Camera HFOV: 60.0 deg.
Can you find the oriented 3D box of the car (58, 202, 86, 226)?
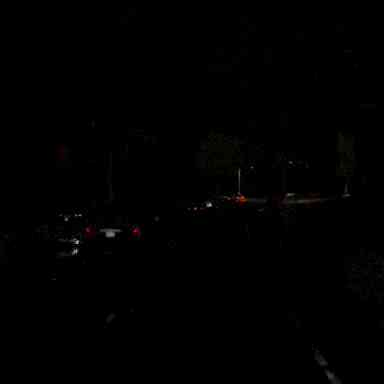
[{"bbox_3d":[-7.597,1.496,23.677,2.128,1.511,4.902,0,0,10],"label":"car"}]

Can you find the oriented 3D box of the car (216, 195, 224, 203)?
[{"bbox_3d":[5.363,1.336,62.883,2.128,1.511,4.902,-1,0,27],"label":"car"}]

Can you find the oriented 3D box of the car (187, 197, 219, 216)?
[{"bbox_3d":[0.923,1.524,31.937,2.033,1.411,5.357,0,0,14],"label":"car"}]

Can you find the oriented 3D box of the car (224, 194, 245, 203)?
[{"bbox_3d":[8.182,1.166,61.229,2.097,1.767,4.553,-1,0,27],"label":"car"}]

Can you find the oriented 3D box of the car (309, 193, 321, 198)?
[{"bbox_3d":[30.962,0.825,83.903,1.994,1.385,4.181,-1,0,39],"label":"car"}]

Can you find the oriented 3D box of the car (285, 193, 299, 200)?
[{"bbox_3d":[21.579,0.946,71.602,2.128,1.511,4.902,-1,0,34],"label":"car"}]

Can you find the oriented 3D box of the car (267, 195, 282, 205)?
[{"bbox_3d":[13.724,1.282,55.291,1.837,1.490,4.892,-1,0,26],"label":"car"}]

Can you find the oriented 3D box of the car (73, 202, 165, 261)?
[{"bbox_3d":[-2.352,1.349,12.513,2.097,1.767,4.553,0,0,5],"label":"car"}]
